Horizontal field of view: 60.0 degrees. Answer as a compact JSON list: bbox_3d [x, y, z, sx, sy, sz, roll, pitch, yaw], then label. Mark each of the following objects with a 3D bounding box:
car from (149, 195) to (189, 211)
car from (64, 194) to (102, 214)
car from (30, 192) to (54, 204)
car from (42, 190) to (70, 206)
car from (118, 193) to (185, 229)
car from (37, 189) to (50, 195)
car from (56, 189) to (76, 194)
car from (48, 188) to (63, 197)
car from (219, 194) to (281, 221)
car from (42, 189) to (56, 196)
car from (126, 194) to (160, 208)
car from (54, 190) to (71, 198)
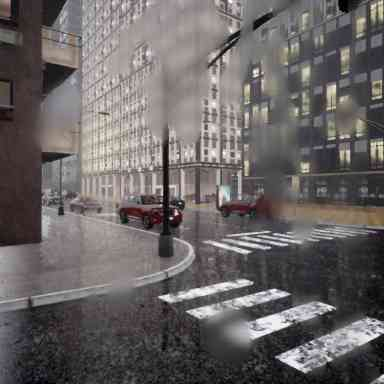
[{"bbox_3d":[-2.346,1.072,33.256,1.947,1.339,4.313,1,0,-36],"label":"car"},{"bbox_3d":[-9.090,1.068,28.280,1.802,1.307,4.206,2,0,-36],"label":"car"},{"bbox_3d":[-18.866,0.753,41.742,1.802,1.307,4.206,2,0,-36],"label":"car"},{"bbox_3d":[-15.607,0.828,37.255,2.008,1.369,4.403,2,0,-36],"label":"car"},{"bbox_3d":[-2.564,1.009,19.305,2.192,1.841,5.009,2,0,-36],"label":"car"},{"bbox_3d":[-34.943,-0.009,78.139,1.887,1.381,4.507,1,0,-36],"label":"car"},{"bbox_3d":[-19.522,0.517,52.474,1.837,1.490,4.892,0,1,-36],"label":"car"},{"bbox_3d":[-28.420,0.100,69.162,1.967,1.590,4.097,1,0,-36],"label":"car"},{"bbox_3d":[4.180,1.028,24.278,2.192,1.841,5.009,1,0,-36],"label":"car"},{"bbox_3d":[-31.682,0.098,73.651,1.887,1.381,4.507,1,0,-36],"label":"car"},{"bbox_3d":[-5.606,0.967,37.744,1.947,1.339,4.313,1,0,-36],"label":"car"},{"bbox_3d":[-25.163,0.311,64.675,1.887,1.381,4.507,1,0,-36],"label":"car"}]
